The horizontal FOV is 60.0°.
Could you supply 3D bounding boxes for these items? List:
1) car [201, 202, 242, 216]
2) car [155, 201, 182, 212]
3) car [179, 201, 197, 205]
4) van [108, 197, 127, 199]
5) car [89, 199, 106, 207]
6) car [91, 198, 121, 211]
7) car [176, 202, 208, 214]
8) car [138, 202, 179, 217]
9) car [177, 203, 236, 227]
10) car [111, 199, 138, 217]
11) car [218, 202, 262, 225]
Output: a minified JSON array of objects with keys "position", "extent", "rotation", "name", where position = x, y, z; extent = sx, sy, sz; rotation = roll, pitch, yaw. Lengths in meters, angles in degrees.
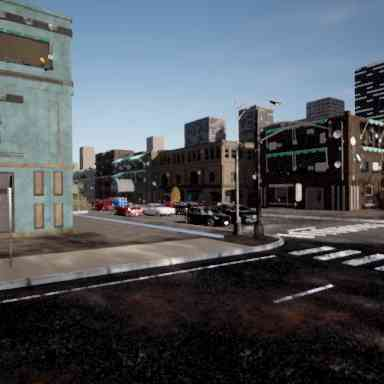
[{"position":[3.173,1.802,36.642],"extent":[2.008,1.369,4.403],"rotation":[-2,0,-36],"name":"car"},{"position":[-3.262,1.958,45.648],"extent":[1.802,1.307,4.206],"rotation":[-2,0,-36],"name":"car"},{"position":[-0.753,1.805,37.691],"extent":[2.128,1.511,4.902],"rotation":[-1,0,-36],"name":"car"},{"position":[-12.922,1.899,59.158],"extent":[1.690,1.788,3.998],"rotation":[-1,0,-36],"name":"van"},{"position":[-19.354,2.220,68.165],"extent":[1.887,1.381,4.507],"rotation":[-1,0,-36],"name":"car"},{"position":[-12.763,2.005,49.075],"extent":[1.882,1.535,5.008],"rotation":[-1,-1,-35],"name":"car"},{"position":[-0.045,1.896,41.145],"extent":[1.802,1.307,4.206],"rotation":[-2,0,-36],"name":"car"},{"position":[-3.754,1.955,36.395],"extent":[1.895,1.301,4.718],"rotation":[-1,0,-35],"name":"car"},{"position":[1.107,1.809,24.910],"extent":[1.947,1.339,4.313],"rotation":[-2,0,-36],"name":"car"},{"position":[-6.865,1.841,36.271],"extent":[1.967,1.590,4.097],"rotation":[-2,0,-36],"name":"car"},{"position":[3.394,1.719,26.433],"extent":[1.837,1.490,4.892],"rotation":[-1,0,-34],"name":"car"}]
